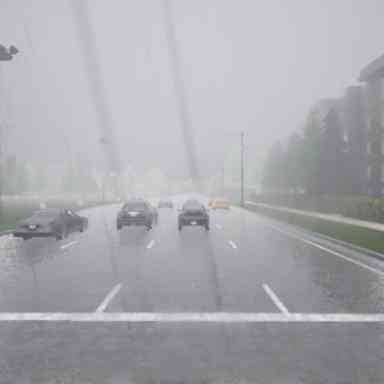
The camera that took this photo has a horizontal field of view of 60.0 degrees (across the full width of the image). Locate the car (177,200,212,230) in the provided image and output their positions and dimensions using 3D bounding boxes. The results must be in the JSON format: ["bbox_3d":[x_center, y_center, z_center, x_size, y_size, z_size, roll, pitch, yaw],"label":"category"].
[{"bbox_3d":[0.100,1.509,21.326,1.837,1.490,4.892,0,0,0],"label":"car"}]

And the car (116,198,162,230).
[{"bbox_3d":[-3.401,1.357,21.441,2.097,1.767,4.553,0,0,0],"label":"car"}]

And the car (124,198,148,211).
[{"bbox_3d":[-6.991,1.502,42.090,2.128,1.511,4.902,0,0,0],"label":"car"}]

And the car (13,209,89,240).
[{"bbox_3d":[-6.901,1.552,16.858,2.033,1.411,5.357,0,0,0],"label":"car"}]

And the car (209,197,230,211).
[{"bbox_3d":[3.499,1.486,40.846,1.882,1.535,5.008,0,0,0],"label":"car"}]

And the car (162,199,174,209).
[{"bbox_3d":[-3.467,1.611,44.860,1.895,1.301,4.718,0,0,1],"label":"car"}]
